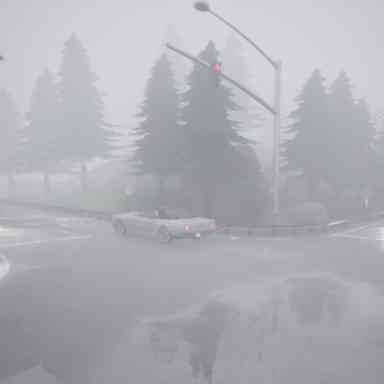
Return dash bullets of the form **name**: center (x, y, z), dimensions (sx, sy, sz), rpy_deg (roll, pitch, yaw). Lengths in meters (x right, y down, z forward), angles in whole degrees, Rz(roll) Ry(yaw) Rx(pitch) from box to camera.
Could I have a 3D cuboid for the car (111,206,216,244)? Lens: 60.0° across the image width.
- **car**: center (-1.377, 1.241, 13.844), dimensions (4.718, 1.301, 1.895), rpy_deg (2, 2, 44)
